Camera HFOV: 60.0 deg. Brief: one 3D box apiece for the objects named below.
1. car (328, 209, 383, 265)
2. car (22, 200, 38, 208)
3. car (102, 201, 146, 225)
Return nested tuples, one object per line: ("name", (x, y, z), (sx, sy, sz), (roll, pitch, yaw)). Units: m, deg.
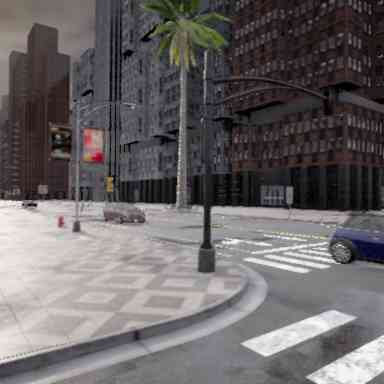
("car", (6.610, 1.463, 10.038), (2.097, 1.767, 4.553), (1, -1, -36))
("car", (-28.352, 2.123, 58.170), (1.895, 1.301, 4.718), (1, -1, -36))
("car", (-5.501, 1.585, 26.716), (2.097, 1.767, 4.553), (1, -1, -36))
